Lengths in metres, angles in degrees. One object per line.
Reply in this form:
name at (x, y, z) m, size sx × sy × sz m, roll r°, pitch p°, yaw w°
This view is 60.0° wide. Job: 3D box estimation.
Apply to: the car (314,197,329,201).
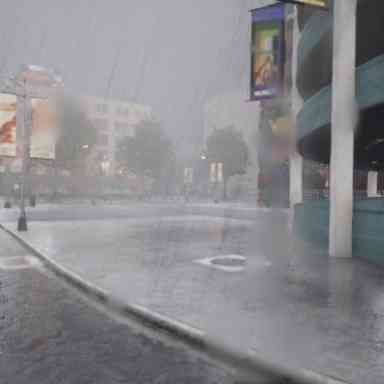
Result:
car at (16.442, 1.387, 40.519) m, size 4.674 × 1.452 × 2.002 m, roll 1°, pitch 0°, yaw -36°
